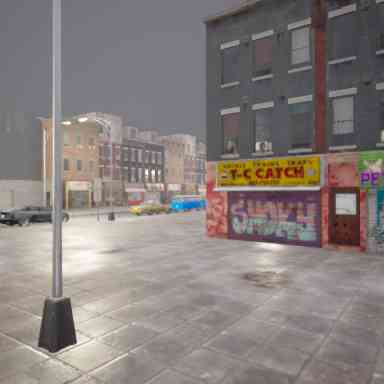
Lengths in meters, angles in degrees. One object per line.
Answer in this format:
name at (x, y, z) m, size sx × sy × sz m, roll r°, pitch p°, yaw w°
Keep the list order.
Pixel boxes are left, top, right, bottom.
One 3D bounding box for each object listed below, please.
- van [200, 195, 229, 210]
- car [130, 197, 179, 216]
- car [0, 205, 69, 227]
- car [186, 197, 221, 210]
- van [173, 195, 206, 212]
van at (2.824, 1.233, 40.503) m, size 1.690 × 1.788 × 3.998 m, roll 0°, pitch 0°, yaw 35°
car at (-3.654, 1.448, 31.428) m, size 1.752 × 1.417 × 4.829 m, roll 0°, pitch 0°, yaw 35°
car at (-10.331, 1.522, 22.077) m, size 1.947 × 1.339 × 4.313 m, roll 0°, pitch 0°, yaw 35°
car at (1.548, 1.389, 43.124) m, size 2.128 × 1.511 × 4.902 m, roll 0°, pitch 0°, yaw 35°
van at (-0.465, 1.249, 35.896) m, size 1.690 × 1.788 × 3.998 m, roll 0°, pitch 0°, yaw 35°
